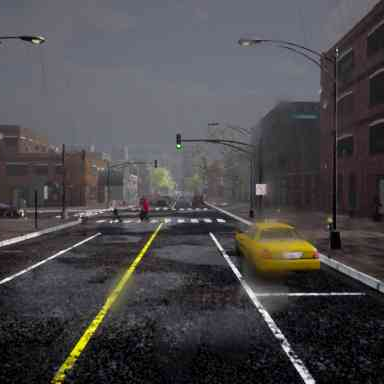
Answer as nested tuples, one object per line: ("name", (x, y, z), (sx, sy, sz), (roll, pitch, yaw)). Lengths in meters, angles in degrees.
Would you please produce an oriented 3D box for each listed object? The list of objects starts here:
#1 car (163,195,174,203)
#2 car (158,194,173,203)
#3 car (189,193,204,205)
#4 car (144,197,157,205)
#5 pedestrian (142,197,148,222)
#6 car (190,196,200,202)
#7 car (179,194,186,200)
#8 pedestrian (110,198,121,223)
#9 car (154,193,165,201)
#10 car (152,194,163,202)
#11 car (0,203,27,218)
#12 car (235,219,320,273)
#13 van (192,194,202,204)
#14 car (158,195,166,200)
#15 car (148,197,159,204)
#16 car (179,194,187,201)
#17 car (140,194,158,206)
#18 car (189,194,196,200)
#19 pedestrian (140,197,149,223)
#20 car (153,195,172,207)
("car", (-4.943, 1.510, 71.130), (2.128, 1.511, 4.902), (0, 0, -2))
("car", (-4.731, 1.465, 61.001), (1.882, 1.535, 5.008), (0, 0, -1))
("car", (1.067, 1.303, 59.450), (2.192, 1.841, 5.009), (-1, 0, -2))
("car", (-7.308, 1.533, 59.221), (1.887, 1.381, 4.507), (-1, 0, -2))
("pedestrian", (-3.486, 1.309, 24.849), (0.375, 1.860, 0.375), (-1, 1, -2))
("car", (0.615, 1.535, 76.076), (2.008, 1.369, 4.403), (-1, 0, -2))
("car", (-2.461, 1.354, 90.225), (1.882, 1.535, 5.008), (0, 0, -2))
("pedestrian", (-5.579, 1.293, 24.191), (0.375, 1.860, 0.375), (-1, 1, -2))
("car", (-7.916, 1.297, 81.389), (2.192, 1.841, 5.009), (-1, 0, -2))
("car", (-7.766, 1.299, 75.847), (2.192, 1.841, 5.009), (-1, 0, -2))
("car", (-19.069, 1.794, 32.367), (5.357, 1.411, 2.033), (-1, 1, -2))
("car", (2.408, 1.524, 10.501), (1.752, 1.417, 4.829), (-1, 0, -2))
("van", (0.916, 1.328, 64.992), (1.690, 1.788, 3.998), (-1, 0, -2))
("car", (-8.217, 1.524, 92.472), (1.887, 1.381, 4.507), (-1, 0, -2))
("car", (-7.460, 1.569, 64.763), (1.802, 1.307, 4.206), (-1, 0, -2))
("car", (-2.178, 1.504, 79.813), (2.128, 1.511, 4.902), (0, 0, -2))
("car", (-7.158, 1.304, 53.679), (2.192, 1.841, 5.009), (-1, 0, -2))
("car", (0.159, 1.419, 92.701), (1.967, 1.590, 4.097), (-1, 0, -2))
("pedestrian", (-3.386, 1.290, 23.509), (0.375, 1.860, 0.375), (-1, 1, -2))
("car", (-4.490, 1.554, 51.203), (1.994, 1.385, 4.181), (0, 0, -2))
